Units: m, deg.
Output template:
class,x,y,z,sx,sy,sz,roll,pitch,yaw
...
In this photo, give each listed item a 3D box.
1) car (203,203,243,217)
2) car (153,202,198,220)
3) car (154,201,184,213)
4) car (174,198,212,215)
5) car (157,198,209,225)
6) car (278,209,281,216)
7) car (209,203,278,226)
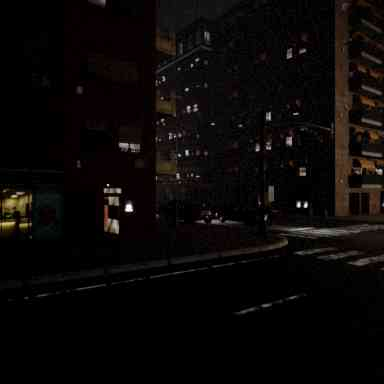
class,x,y,z,sx,sy,sz,roll,pitch,yaw
car,3.334,1.898,36.656,1.947,1.339,4.313,-1,0,-36
car,-1.730,1.836,33.566,2.128,1.511,4.902,0,-1,-36
car,-3.257,2.025,45.632,2.008,1.369,4.403,-1,0,-36
car,0.034,1.718,41.145,2.192,1.841,5.009,-1,0,-36
car,-0.367,1.586,27.078,2.192,1.841,5.009,-1,0,-36
car,6.629,1.844,32.168,1.802,1.307,4.206,-1,0,-36
car,3.857,1.717,25.979,2.128,1.511,4.902,0,-1,-35
